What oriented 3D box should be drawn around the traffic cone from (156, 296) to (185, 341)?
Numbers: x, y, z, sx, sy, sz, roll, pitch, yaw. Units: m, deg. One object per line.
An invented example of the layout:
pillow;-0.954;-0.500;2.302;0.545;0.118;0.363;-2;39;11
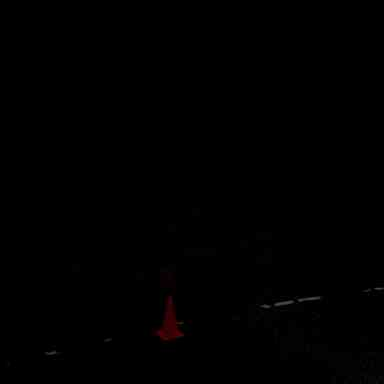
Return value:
traffic cone;-0.337;1.908;5.141;0.340;0.580;0.340;0;1;-29
